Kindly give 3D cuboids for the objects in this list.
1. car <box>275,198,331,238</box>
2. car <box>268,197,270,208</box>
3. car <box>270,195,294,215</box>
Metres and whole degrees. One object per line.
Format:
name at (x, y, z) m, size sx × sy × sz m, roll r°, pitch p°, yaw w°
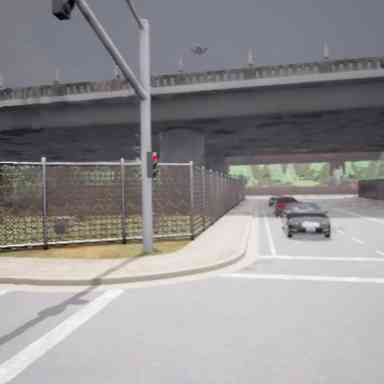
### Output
car at (5.409, 1.256, 16.222) m, size 2.128 × 1.511 × 4.902 m, roll -1°, pitch 1°, yaw 11°
car at (9.679, 1.045, 37.760) m, size 1.994 × 1.385 × 4.181 m, roll -1°, pitch 1°, yaw 11°
car at (7.315, 1.116, 25.860) m, size 1.882 × 1.535 × 5.008 m, roll -1°, pitch 1°, yaw 11°
